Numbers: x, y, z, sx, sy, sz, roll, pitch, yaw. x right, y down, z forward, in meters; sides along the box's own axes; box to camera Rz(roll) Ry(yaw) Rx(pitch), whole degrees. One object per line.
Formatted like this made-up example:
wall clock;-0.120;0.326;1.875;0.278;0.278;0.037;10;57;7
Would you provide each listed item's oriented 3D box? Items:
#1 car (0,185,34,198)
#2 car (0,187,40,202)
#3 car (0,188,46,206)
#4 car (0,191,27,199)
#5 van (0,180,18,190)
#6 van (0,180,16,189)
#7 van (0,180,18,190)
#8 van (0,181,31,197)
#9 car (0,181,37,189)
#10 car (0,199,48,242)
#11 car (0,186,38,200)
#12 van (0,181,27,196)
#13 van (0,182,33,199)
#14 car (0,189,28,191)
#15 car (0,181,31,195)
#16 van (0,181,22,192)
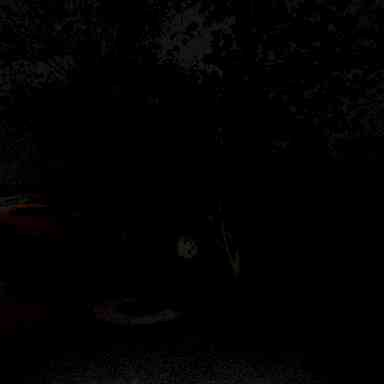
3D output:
car;-23.723;-0.096;43.822;5.008;1.535;2.097;1;1;-30
car;-19.565;0.237;36.789;4.792;1.488;2.163;1;2;-30
car;-16.748;0.473;31.879;4.792;1.488;2.163;1;2;-30
car;-8.346;1.034;17.695;4.553;1.767;2.185;1;2;-30
van;-41.849;-1.567;74.907;4.442;1.987;1.878;1;1;-30
van;-43.519;-1.672;77.290;4.442;1.987;1.878;1;1;-30
van;-40.510;-1.476;72.628;4.442;1.987;1.878;1;1;-30
van;-25.022;-0.416;46.261;4.442;1.987;1.878;1;1;-30
car;-15.288;0.314;29.514;5.566;2.045;2.435;1;2;-30
car;-6.980;1.279;15.292;5.008;1.535;2.097;1;2;-30
car;-20.900;0.134;39.063;4.792;1.488;2.163;1;2;-30
van;-26.625;-0.516;48.530;4.442;1.987;1.878;1;1;-30
van;-22.403;-0.224;41.359;4.442;1.987;1.878;1;2;-31
car;-12.679;0.798;24.640;5.366;1.575;1.946;1;2;-30
car;-27.950;-0.636;50.960;5.566;2.045;2.435;1;1;-30
van;-34.901;-1.092;63.079;4.442;1.987;1.878;1;1;-30
